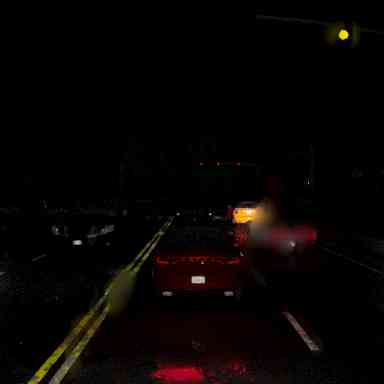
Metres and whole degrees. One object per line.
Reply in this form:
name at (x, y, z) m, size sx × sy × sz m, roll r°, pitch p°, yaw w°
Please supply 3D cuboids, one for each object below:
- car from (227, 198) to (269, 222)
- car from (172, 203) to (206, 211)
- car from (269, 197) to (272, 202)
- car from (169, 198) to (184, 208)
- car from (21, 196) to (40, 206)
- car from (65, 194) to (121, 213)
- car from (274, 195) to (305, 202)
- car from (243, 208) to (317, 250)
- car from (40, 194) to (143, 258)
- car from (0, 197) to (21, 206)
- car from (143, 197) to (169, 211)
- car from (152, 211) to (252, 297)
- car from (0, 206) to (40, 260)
car at (3.657, 1.352, 23.294) m, size 2.097 × 1.767 × 4.553 m, roll 0°, pitch 0°, yaw 1°
car at (0.125, 1.547, 18.864) m, size 2.033 × 1.411 × 5.357 m, roll 0°, pitch 0°, yaw 0°
car at (14.897, 1.352, 58.841) m, size 4.553 × 1.767 × 2.097 m, roll 0°, pitch 0°, yaw -2°
car at (-3.491, 1.477, 44.094) m, size 5.008 × 1.535 × 1.882 m, roll 0°, pitch 0°, yaw -2°
car at (-20.976, 1.347, 43.577) m, size 4.553 × 1.767 × 2.097 m, roll 0°, pitch 0°, yaw -2°
car at (-10.862, 1.224, 36.874) m, size 5.566 × 2.045 × 2.150 m, roll 0°, pitch 0°, yaw -2°
car at (15.838, 1.478, 51.871) m, size 5.008 × 1.535 × 1.882 m, roll 0°, pitch 0°, yaw -2°
car at (3.618, 1.601, 14.311) m, size 1.895 × 1.301 × 4.718 m, roll 0°, pitch 0°, yaw 0°
car at (-3.574, 1.221, 13.160) m, size 2.150 × 2.045 × 5.566 m, roll 0°, pitch 0°, yaw 0°
car at (-23.863, 1.483, 39.990) m, size 4.902 × 1.511 × 2.128 m, roll 0°, pitch 0°, yaw -2°
car at (-5.573, 1.492, 40.532) m, size 4.902 × 1.511 × 2.128 m, roll 0°, pitch 0°, yaw -2°
car at (0.110, 1.478, 8.642) m, size 1.882 × 1.535 × 5.008 m, roll 0°, pitch 0°, yaw 0°
car at (-7.074, 1.491, 12.091) m, size 2.128 × 1.511 × 4.902 m, roll 0°, pitch 0°, yaw 0°
